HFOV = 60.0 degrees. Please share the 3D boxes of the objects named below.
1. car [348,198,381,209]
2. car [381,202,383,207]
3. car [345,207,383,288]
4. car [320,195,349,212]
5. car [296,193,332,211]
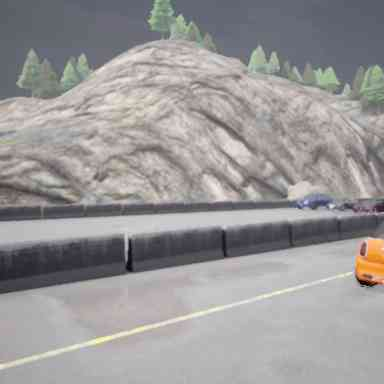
[{"bbox_3d":[18.473,1.491,34.336,4.181,1.385,1.994,0,0,-35],"label":"car"},{"bbox_3d":[20.081,1.529,31.190,4.718,1.301,1.895,0,0,-35],"label":"car"},{"bbox_3d":[5.967,1.332,7.999,4.553,1.767,2.097,0,0,-35],"label":"car"},{"bbox_3d":[17.231,1.416,37.747,4.902,1.511,2.128,0,0,-35],"label":"car"},{"bbox_3d":[15.061,1.147,40.495,5.566,2.045,2.150,0,0,-35],"label":"car"}]
